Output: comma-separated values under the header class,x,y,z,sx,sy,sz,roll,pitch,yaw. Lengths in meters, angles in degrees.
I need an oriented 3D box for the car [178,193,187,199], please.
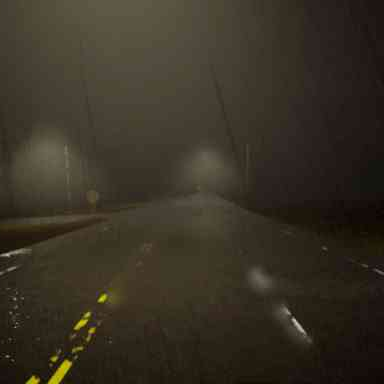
class,x,y,z,sx,sy,sz,roll,pitch,yaw
car,-2.291,0.952,81.455,2.128,1.511,4.902,0,1,2
